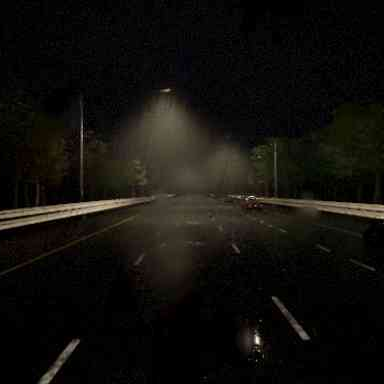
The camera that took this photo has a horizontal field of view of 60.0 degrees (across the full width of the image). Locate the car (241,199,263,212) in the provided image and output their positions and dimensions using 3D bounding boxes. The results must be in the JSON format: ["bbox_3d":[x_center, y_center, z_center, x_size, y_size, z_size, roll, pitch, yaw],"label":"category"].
[{"bbox_3d":[7.074,1.567,39.441,2.033,1.411,5.357,0,0,0],"label":"car"}]

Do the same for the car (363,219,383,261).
[{"bbox_3d":[7.003,1.224,9.144,2.150,2.045,5.566,0,0,0],"label":"car"}]

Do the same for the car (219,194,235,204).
[{"bbox_3d":[7.191,1.581,66.556,2.033,1.411,5.357,0,0,0],"label":"car"}]
